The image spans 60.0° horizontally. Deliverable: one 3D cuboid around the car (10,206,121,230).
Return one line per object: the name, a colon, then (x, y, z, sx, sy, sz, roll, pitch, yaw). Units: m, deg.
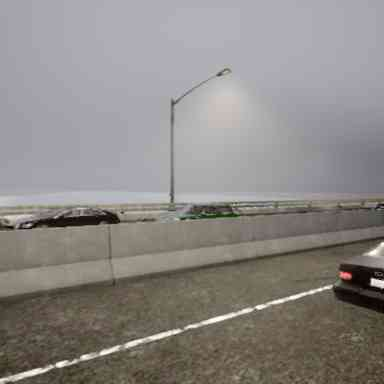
car: (-5.946, 1.454, 16.456, 4.902, 1.511, 2.128, 0, 0, -36)

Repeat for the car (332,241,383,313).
car: (5.118, 1.552, 6.920, 5.357, 1.411, 2.033, 0, 0, -36)

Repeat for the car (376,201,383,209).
car: (26.230, 1.558, 43.451, 5.357, 1.411, 2.033, 0, 0, -34)

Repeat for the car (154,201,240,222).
car: (0.288, 1.332, 16.615, 4.553, 1.767, 2.097, 0, 0, -36)

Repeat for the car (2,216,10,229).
car: (-8.226, 1.554, 19.130, 4.718, 1.301, 1.895, 0, 0, -36)
